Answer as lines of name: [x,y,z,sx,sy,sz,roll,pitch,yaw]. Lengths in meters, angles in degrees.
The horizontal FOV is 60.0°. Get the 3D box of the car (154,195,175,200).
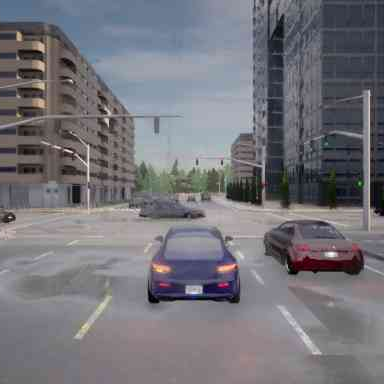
car: [-3.984,1.352,48.972,2.097,1.767,4.553,0,0,0]

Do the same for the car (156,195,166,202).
car: [-7.141,1.481,77.830,1.837,1.490,4.892,0,0,1]

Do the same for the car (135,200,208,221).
car: [-1.586,1.572,27.002,5.357,1.411,2.033,0,0,0]

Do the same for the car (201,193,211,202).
car: [3.358,1.355,77.627,2.097,1.767,4.553,0,0,1]

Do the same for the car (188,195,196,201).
car: [-0.033,1.525,87.763,2.128,1.511,4.902,0,0,1]

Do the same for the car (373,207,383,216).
car: [19.462,1.656,30.665,4.718,1.301,1.895,0,0,0]

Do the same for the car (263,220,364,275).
car: [3.557,1.564,10.484,1.994,1.385,4.181,0,0,0]

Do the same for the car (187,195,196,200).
car: [-0.144,1.540,77.420,2.033,1.411,5.357,0,0,1]

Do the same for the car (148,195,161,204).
car: [-7.313,1.478,65.357,1.882,1.535,5.008,0,0,1]

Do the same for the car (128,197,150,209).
car: [-7.495,1.505,46.012,1.837,1.490,4.892,0,0,1]

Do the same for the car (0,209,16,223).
car: [-14.799,1.618,23.532,4.181,1.385,1.994,0,0,1]

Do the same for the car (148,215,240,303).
car: [0.048,1.526,8.062,1.812,1.442,4.674,0,0,0]

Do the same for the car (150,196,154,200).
car: [-7.455,1.564,54.906,1.994,1.385,4.181,0,0,2]

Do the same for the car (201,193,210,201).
car: [3.468,1.225,87.790,2.150,2.045,5.566,0,0,1]

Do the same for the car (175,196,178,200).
car: [-3.929,1.526,58.460,1.812,1.442,4.674,0,0,1]
